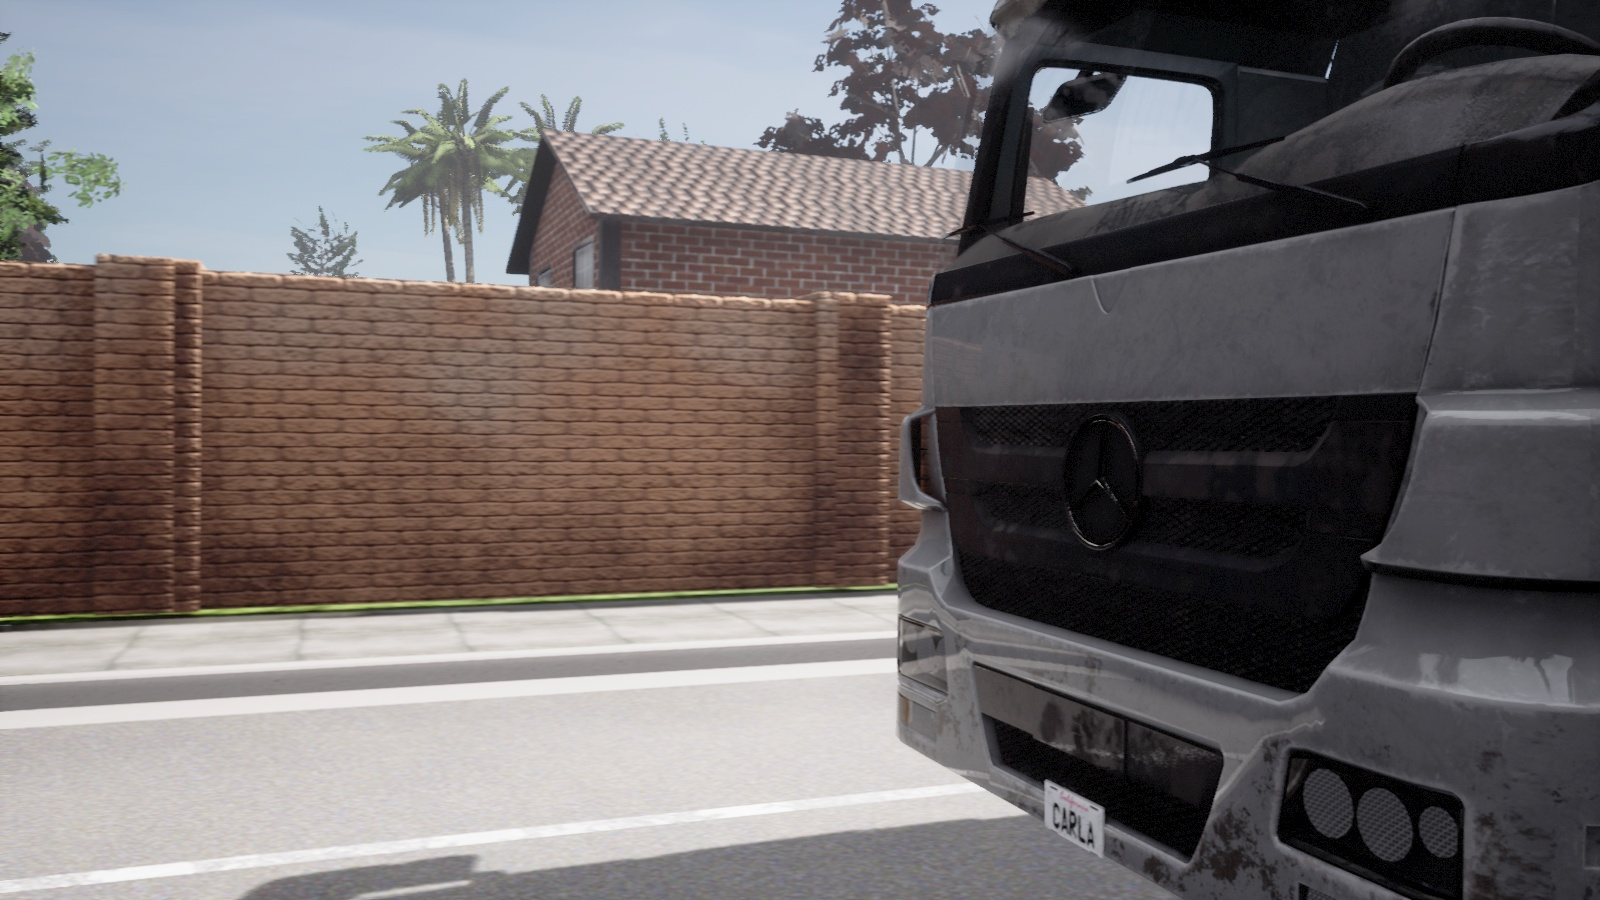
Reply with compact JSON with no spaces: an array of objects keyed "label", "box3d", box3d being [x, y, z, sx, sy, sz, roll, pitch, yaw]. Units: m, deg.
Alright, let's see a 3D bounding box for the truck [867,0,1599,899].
[{"label":"truck","box3d":[4.497,-0.313,4.925,7.936,3.462,2.891,-1,1,-21]}]
